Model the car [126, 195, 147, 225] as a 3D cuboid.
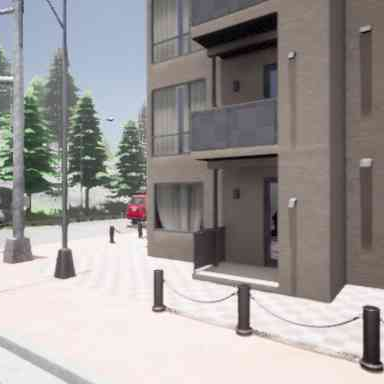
[{"bbox_3d":[-2.270,1.262,24.003,2.150,2.045,5.566,0,0,35],"label":"car"}]
